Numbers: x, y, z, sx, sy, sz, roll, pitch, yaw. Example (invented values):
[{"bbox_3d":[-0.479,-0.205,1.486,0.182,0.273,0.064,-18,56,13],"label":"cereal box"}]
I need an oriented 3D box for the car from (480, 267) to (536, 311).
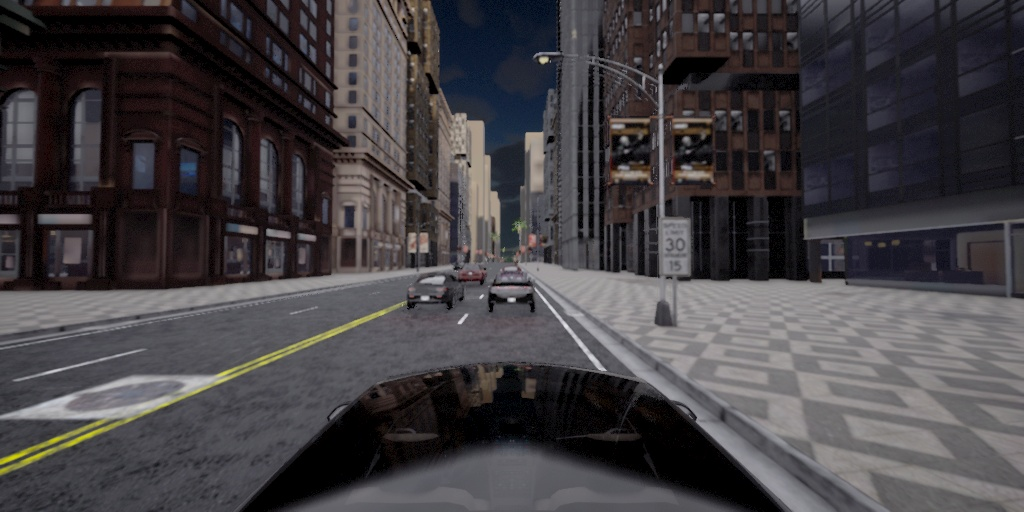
[{"bbox_3d":[0.004,1.392,15.341,2.128,1.511,4.902,0,0,0],"label":"car"}]

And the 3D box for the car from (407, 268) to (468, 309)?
[{"bbox_3d":[-3.243,1.429,15.729,1.812,1.442,4.674,0,0,0],"label":"car"}]

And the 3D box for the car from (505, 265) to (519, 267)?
[{"bbox_3d":[-0.003,1.553,31.090,1.882,1.535,5.008,0,0,0],"label":"car"}]

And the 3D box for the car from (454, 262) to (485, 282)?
[{"bbox_3d":[-3.257,1.417,30.273,2.097,1.767,4.553,0,-1,0],"label":"car"}]
